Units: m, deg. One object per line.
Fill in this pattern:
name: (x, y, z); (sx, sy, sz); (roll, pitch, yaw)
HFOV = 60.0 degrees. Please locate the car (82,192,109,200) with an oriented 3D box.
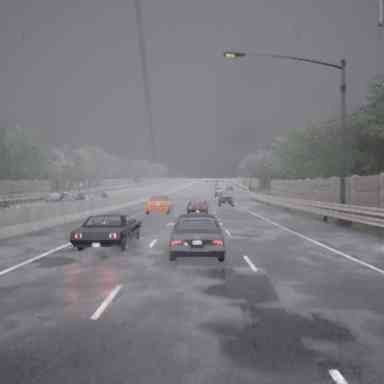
car: (-13.087, 0.819, 46.483); (2.097, 1.767, 4.553); (0, 1, 3)

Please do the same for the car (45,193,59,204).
car: (-19.966, 0.923, 49.383); (1.812, 1.442, 4.674); (0, 1, 3)

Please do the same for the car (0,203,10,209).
car: (-13.866, 1.345, 21.790); (2.128, 1.511, 4.902); (0, 1, 1)

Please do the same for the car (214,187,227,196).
car: (5.542, 0.235, 67.972); (1.882, 1.535, 5.008); (0, 2, 3)

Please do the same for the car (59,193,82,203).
car: (-16.562, 0.960, 47.129); (1.837, 1.490, 4.892); (0, 1, 3)

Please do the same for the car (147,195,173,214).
car: (-2.941, 1.102, 31.343); (2.097, 1.767, 4.553); (0, 1, 2)

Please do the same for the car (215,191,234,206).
car: (4.331, 0.984, 43.301); (1.837, 1.490, 4.892); (0, 1, 2)

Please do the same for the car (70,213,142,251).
car: (-3.298, 1.534, 13.778); (1.895, 1.301, 4.718); (0, 1, 1)

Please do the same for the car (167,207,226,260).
car: (0.180, 1.495, 12.153); (2.033, 1.411, 5.357); (0, 0, 1)

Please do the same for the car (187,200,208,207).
car: (0.538, 1.359, 30.729); (1.895, 1.301, 4.718); (0, 1, 2)

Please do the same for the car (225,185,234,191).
car: (10.595, -1.111, 93.524); (2.150, 2.045, 5.566); (0, 3, 6)
